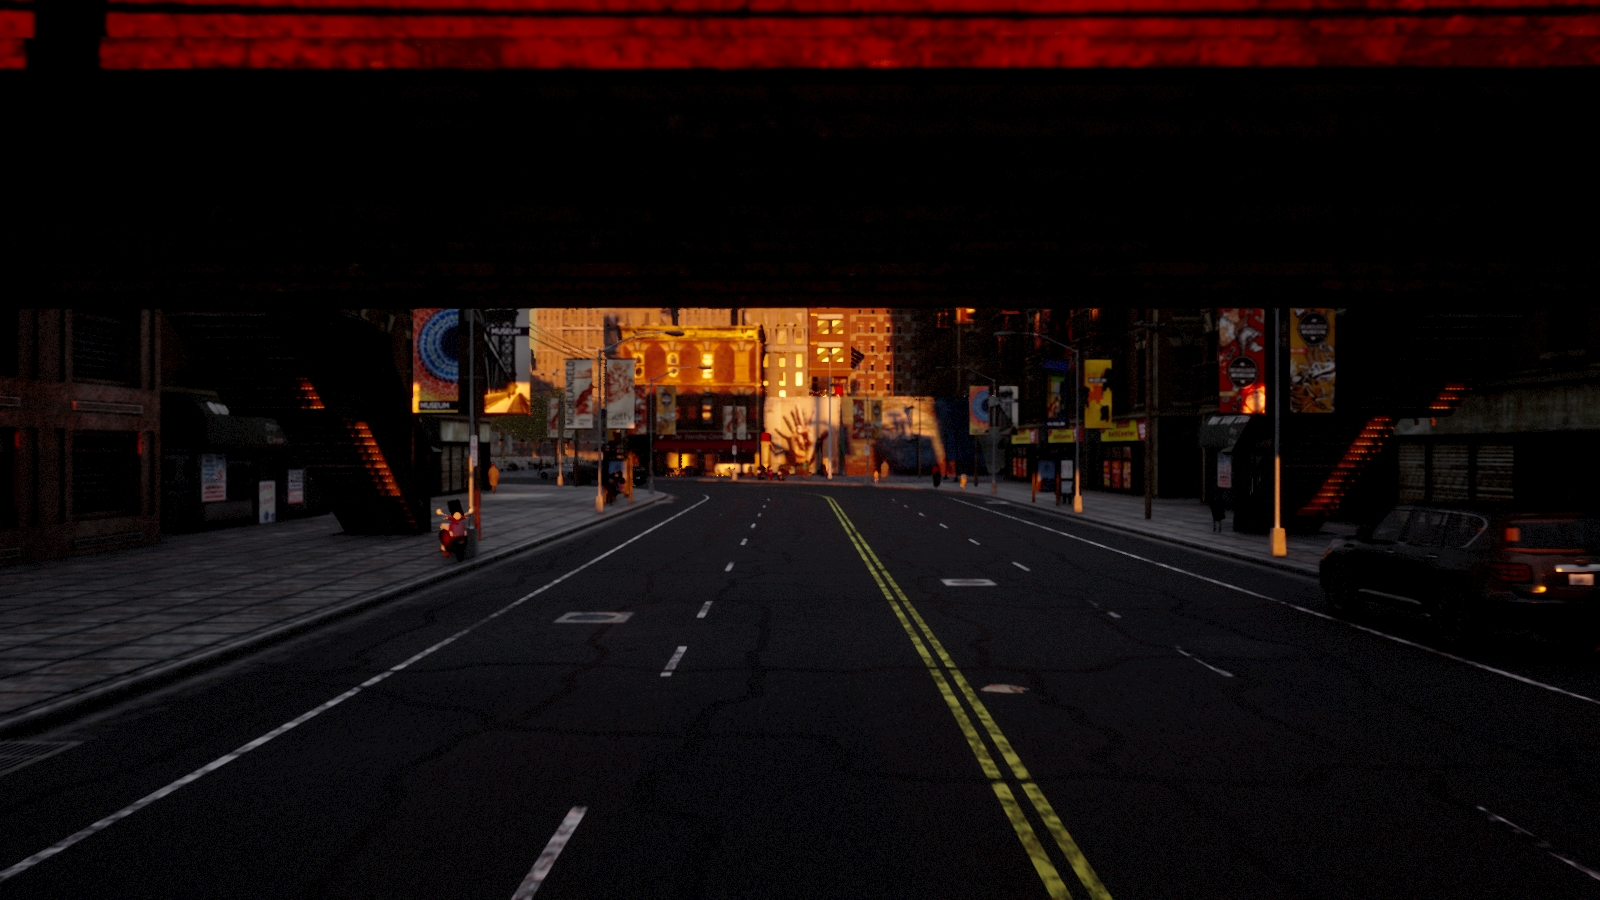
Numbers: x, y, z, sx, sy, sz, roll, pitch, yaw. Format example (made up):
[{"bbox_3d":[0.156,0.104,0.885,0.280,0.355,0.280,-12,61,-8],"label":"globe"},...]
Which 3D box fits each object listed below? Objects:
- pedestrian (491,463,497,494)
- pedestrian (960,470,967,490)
[{"bbox_3d":[-18.292,1.685,68.282,0.375,1.860,0.375,0,0,-13],"label":"pedestrian"},{"bbox_3d":[10.786,1.965,75.502,0.375,1.300,0.375,0,0,-10],"label":"pedestrian"}]
